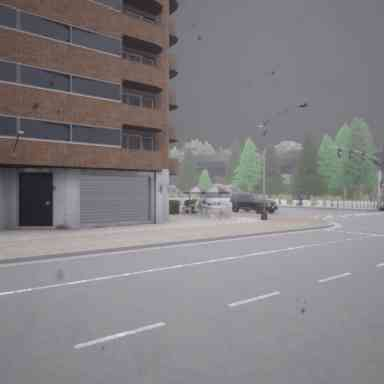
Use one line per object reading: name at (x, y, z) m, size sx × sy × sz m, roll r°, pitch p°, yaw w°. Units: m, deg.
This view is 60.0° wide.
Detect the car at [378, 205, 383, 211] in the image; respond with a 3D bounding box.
car at (21.331, 1.492, 32.574) m, size 2.033 × 1.411 × 5.357 m, roll 0°, pitch 0°, yaw -36°

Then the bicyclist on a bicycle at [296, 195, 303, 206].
bicyclist on a bicycle at (15.345, 1.245, 47.341) m, size 1.656 × 1.620 × 0.582 m, roll 0°, pitch 0°, yaw -36°

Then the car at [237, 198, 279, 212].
car at (7.638, 1.449, 39.147) m, size 1.837 × 1.490 × 4.892 m, roll 0°, pitch 0°, yaw -37°

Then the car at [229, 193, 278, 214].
car at (6.328, 1.166, 35.031) m, size 2.150 × 2.045 × 5.566 m, roll 0°, pitch 0°, yaw -38°

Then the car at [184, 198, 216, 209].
car at (0.662, 1.508, 42.538) m, size 1.994 × 1.385 × 4.181 m, roll 0°, pitch 0°, yaw -39°

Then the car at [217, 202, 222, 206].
car at (2.009, 1.545, 46.503) m, size 1.895 × 1.301 × 4.718 m, roll 0°, pitch 0°, yaw -41°
